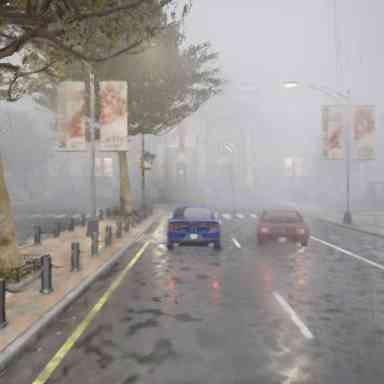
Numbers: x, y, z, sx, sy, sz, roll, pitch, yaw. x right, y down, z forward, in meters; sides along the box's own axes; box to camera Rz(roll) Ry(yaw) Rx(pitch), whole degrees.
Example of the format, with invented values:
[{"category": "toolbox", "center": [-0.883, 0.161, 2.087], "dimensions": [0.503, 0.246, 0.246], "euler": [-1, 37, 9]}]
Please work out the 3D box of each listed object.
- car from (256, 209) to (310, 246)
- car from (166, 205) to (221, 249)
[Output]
[{"category": "car", "center": [3.670, 1.349, 13.860], "dimensions": [1.895, 1.301, 4.718], "euler": [0, 1, 13]}, {"category": "car", "center": [0.065, 1.237, 13.227], "dimensions": [1.882, 1.535, 5.008], "euler": [0, 1, 0]}]
